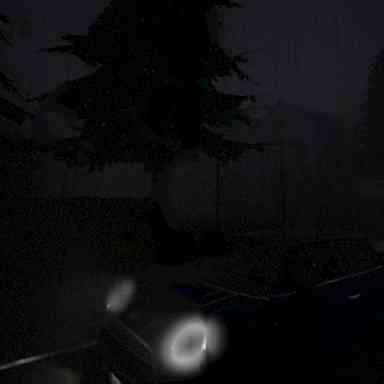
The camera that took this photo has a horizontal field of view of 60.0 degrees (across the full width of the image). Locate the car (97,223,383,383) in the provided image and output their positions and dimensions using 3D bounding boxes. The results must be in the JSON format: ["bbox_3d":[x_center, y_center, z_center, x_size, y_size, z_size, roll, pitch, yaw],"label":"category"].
[{"bbox_3d":[1.053,1.384,4.731,4.553,1.767,2.097,1,0,-35],"label":"car"}]
